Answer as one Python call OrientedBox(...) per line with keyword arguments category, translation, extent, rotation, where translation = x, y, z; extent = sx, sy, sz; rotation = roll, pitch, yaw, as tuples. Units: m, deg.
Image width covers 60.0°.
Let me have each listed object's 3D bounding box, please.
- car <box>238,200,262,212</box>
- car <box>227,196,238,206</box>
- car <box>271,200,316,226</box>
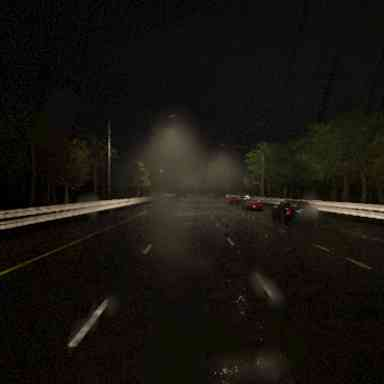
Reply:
OrientedBox(category="car", translation=(7.045, 1.600, 39.559), extent=(1.994, 1.385, 4.181), rotation=(0, 0, 0))
OrientedBox(category="car", translation=(7.113, 1.586, 57.433), extent=(1.812, 1.442, 4.674), rotation=(0, 0, 0))
OrientedBox(category="car", translation=(7.009, 1.367, 23.479), extent=(2.097, 1.767, 4.553), rotation=(0, 0, 0))
